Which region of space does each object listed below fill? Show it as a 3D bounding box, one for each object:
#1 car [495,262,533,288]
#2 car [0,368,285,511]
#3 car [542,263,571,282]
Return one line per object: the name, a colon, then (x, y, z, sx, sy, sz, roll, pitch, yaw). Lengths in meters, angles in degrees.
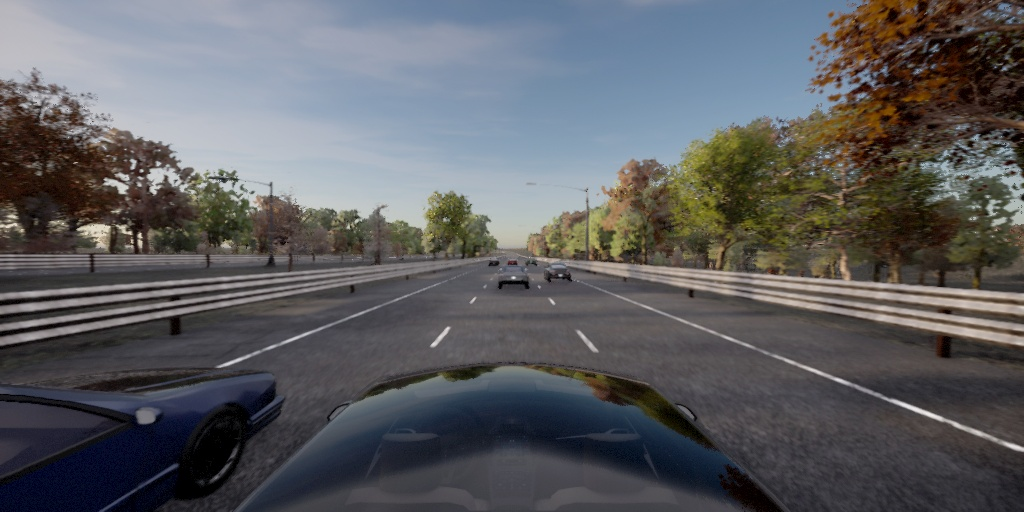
car: (0.103, 1.306, 23.928, 1.994, 1.385, 4.181, 0, 0, 0)
car: (-3.399, 1.297, 1.412, 2.033, 1.411, 5.357, 0, 0, 0)
car: (3.601, 1.265, 28.861, 1.812, 1.442, 4.674, 0, 0, 0)
